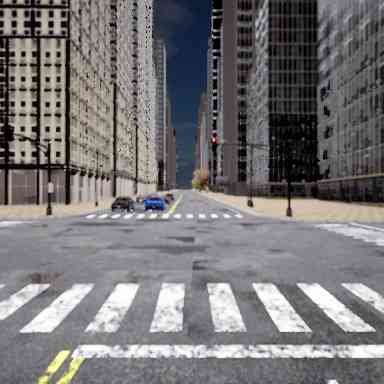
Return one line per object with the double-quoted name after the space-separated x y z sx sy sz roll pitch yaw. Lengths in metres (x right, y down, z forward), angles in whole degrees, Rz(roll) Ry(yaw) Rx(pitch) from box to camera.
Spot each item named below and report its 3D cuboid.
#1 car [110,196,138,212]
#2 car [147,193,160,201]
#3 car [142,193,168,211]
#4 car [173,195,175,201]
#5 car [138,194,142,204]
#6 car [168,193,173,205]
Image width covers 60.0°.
-7.119 1.212 34.503 1.837 1.490 4.892 0 1 -1 "car"
-7.578 0.914 66.605 2.128 1.511 4.902 0 1 -1 "car"
-3.891 1.179 35.421 1.882 1.535 5.008 0 1 -2 "car"
-4.299 0.988 62.380 1.812 1.442 4.674 0 1 0 "car"
-7.361 1.067 49.791 2.128 1.511 4.902 0 0 -1 "car"
-4.080 1.197 47.504 1.895 1.301 4.718 0 1 -1 "car"
